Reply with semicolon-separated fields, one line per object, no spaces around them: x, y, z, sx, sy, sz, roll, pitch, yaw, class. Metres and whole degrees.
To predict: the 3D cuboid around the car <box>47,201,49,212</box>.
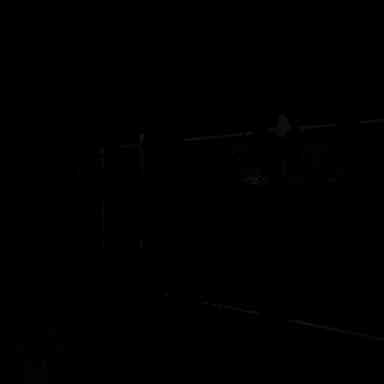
-11.501;1.180;31.772;2.150;2.045;5.566;0;0;10;car
